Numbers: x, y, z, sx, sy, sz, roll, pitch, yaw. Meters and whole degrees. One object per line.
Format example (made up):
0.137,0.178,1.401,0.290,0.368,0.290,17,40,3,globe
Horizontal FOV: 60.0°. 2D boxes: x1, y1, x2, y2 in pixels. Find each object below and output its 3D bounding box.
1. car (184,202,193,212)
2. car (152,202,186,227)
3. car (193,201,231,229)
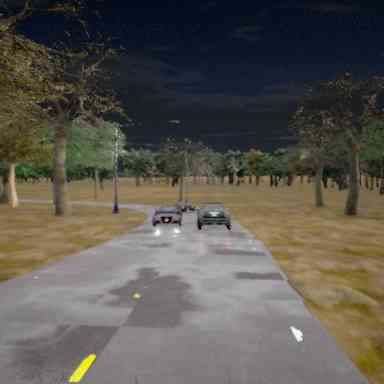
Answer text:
-1.050,1.916,42.834,1.895,1.301,4.718,0,0,-13,car
-1.663,1.657,23.622,1.994,1.385,4.181,0,-1,0,car
1.354,1.444,22.563,2.097,1.767,4.553,0,0,0,car
